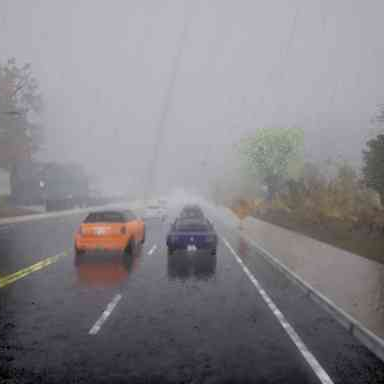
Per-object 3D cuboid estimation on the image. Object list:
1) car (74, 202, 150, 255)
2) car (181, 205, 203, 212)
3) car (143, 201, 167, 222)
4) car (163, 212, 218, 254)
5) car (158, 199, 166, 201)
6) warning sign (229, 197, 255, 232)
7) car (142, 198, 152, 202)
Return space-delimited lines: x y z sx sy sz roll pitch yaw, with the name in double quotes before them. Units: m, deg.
"car" -3.243 1.479 14.057 2.097 1.767 4.553 0 -1 0
"car" 0.013 1.828 29.323 1.994 1.385 4.181 0 0 0
"car" -3.236 1.789 29.382 1.812 1.442 4.674 0 0 0
"car" 0.006 1.730 14.088 1.895 1.301 4.718 0 0 0
"car" -6.482 2.215 71.748 1.895 1.301 4.718 0 0 0
"warning sign" 2.886 1.292 19.333 1.300 1.860 1.060 2 1 0
"car" -9.732 2.098 71.780 1.882 1.535 5.008 0 0 0
